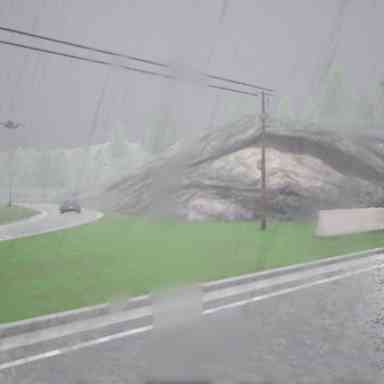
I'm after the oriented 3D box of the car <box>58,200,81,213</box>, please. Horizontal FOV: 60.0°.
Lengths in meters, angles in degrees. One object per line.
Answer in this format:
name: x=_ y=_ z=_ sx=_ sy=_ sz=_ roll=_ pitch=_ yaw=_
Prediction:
car: x=-13.427 y=1.560 z=36.381 sx=1.994 sy=1.385 sz=4.181 roll=0 pitch=0 yaw=-26
